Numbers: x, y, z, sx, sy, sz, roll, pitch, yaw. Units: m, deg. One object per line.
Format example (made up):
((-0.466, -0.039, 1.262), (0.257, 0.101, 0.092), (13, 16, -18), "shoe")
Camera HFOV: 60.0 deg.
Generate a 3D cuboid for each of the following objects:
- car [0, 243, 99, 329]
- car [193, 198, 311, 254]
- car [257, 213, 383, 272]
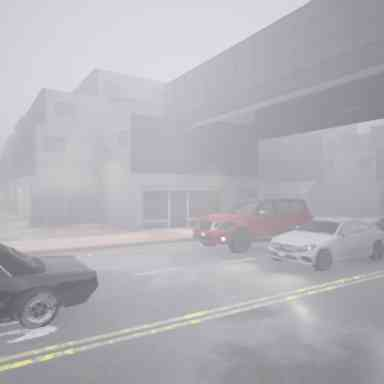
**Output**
((-4.135, 1.598, 5.484), (4.718, 1.301, 1.895), (0, 0, -33), "car")
((2.748, 1.273, 14.049), (5.566, 2.045, 2.150), (1, 0, -33), "car")
((4.614, 1.574, 11.086), (4.674, 1.442, 1.812), (0, 0, -32), "car")
